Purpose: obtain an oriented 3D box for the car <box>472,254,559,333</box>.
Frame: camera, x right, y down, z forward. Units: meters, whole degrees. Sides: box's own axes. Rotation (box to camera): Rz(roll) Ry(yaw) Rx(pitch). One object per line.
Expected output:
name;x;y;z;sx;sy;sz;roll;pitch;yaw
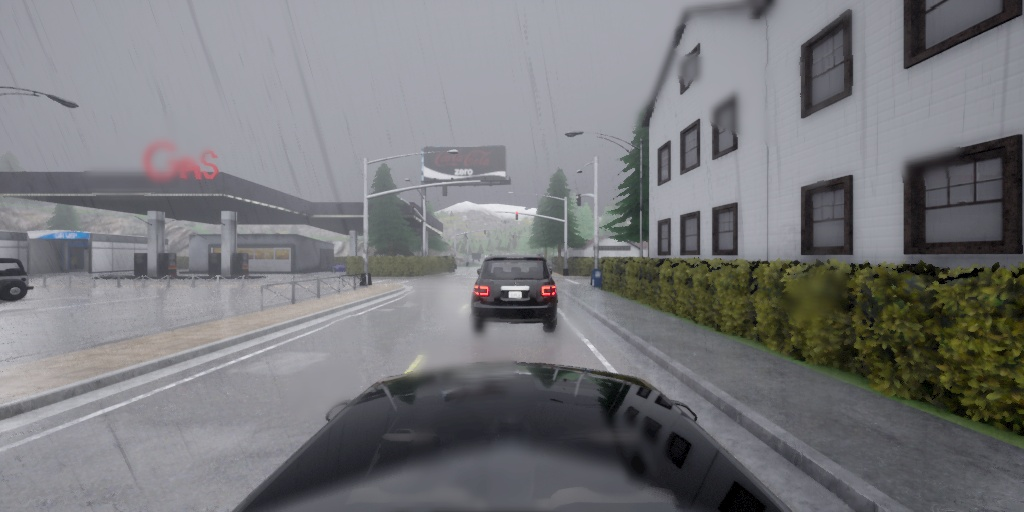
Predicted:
car;0.085;0.971;10.829;2.150;2.045;5.566;0;0;0
